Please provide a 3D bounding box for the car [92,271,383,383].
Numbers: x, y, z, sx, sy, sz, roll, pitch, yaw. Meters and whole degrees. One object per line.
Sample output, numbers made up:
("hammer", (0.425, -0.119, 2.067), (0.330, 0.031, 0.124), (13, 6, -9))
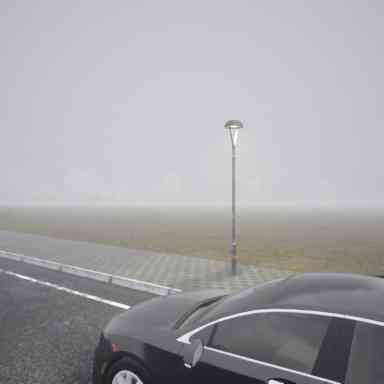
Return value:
("car", (1.163, 1.505, 2.878), (4.892, 1.490, 1.837), (0, 0, 36))
